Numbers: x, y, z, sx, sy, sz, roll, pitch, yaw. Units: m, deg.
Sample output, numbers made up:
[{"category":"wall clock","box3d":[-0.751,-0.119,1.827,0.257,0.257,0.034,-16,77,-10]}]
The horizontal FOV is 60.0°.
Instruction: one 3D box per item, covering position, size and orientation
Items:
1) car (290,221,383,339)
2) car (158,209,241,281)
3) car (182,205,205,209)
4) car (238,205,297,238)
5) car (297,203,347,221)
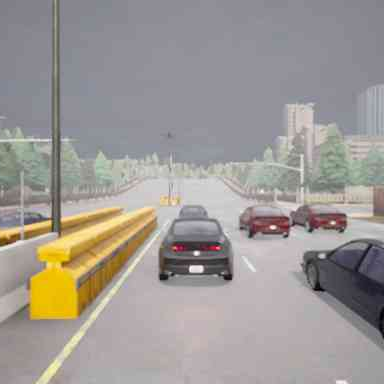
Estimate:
[{"category":"car","box3d":[3.590,1.520,5.781,2.033,1.411,5.357,0,0,0]},{"category":"car","box3d":[0.090,1.459,9.741,1.837,1.490,4.892,0,0,0]},{"category":"car","box3d":[0.075,1.458,19.641,2.033,1.411,5.357,0,0,0]},{"category":"car","box3d":[3.579,1.400,17.182,1.882,1.535,5.008,0,0,0]},{"category":"car","box3d":[7.076,1.391,19.172,1.882,1.535,5.008,0,0,0]}]
